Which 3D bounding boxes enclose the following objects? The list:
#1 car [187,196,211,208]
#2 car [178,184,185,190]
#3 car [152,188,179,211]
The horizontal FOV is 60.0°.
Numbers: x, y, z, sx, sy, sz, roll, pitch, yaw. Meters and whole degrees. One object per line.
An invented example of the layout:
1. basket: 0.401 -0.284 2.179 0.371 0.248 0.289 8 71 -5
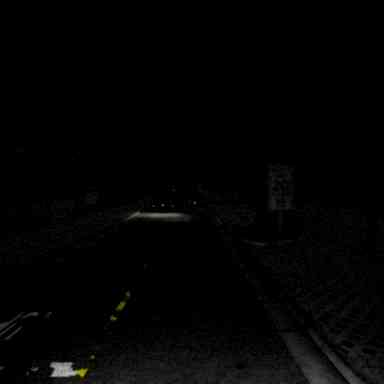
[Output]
1. car: 0.828 1.113 38.672 1.994 1.385 4.181 0 1 15
2. car: -2.824 -1.388 93.103 1.837 1.490 4.892 0 3 0
3. car: -2.778 0.851 34.362 2.150 2.045 5.566 0 1 0
